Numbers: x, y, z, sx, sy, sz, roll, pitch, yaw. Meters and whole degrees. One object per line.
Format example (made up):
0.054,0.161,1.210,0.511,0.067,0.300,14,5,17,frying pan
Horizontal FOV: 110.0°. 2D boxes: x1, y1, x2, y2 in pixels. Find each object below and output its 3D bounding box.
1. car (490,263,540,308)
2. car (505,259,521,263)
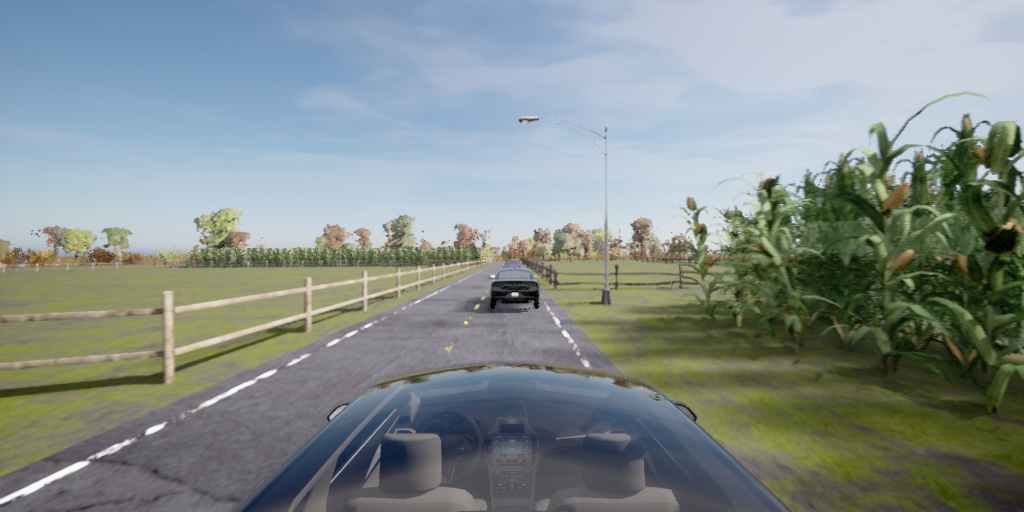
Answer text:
0.107,1.226,15.270,1.882,1.535,5.008,0,0,0,car
0.115,1.099,33.572,2.097,1.767,4.553,0,0,0,car
